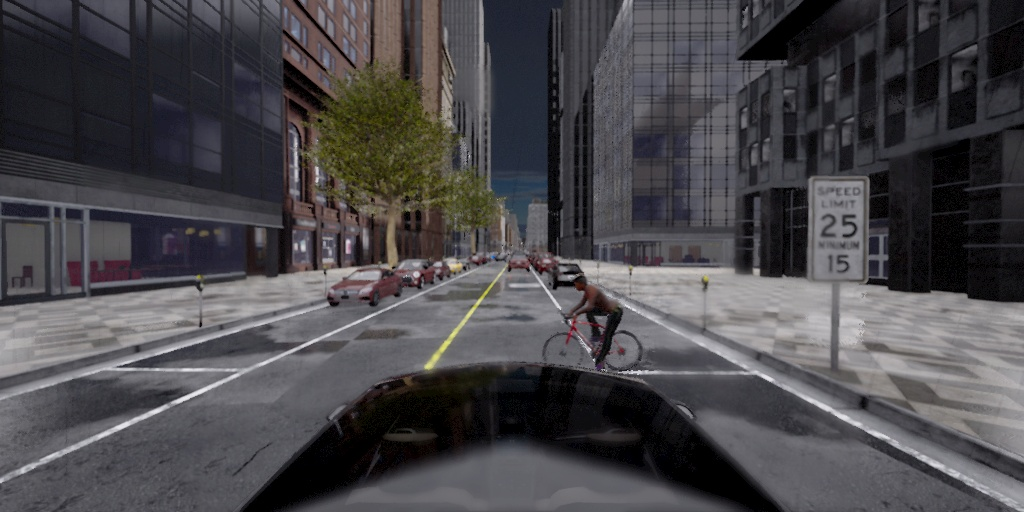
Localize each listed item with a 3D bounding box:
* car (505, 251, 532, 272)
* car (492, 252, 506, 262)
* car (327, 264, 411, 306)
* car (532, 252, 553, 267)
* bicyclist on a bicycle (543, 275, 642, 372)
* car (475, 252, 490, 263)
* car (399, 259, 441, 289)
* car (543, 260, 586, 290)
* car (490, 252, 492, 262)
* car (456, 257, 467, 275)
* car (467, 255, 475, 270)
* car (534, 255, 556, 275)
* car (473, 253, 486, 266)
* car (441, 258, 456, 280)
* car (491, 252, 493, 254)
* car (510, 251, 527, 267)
[{"bbox_3d":[0.684,0.603,36.059,2.097,1.767,4.553,0,1,1],"label":"car"},{"bbox_3d":[-1.958,0.374,64.330,1.837,1.490,4.892,0,1,2],"label":"car"},{"bbox_3d":[-5.658,1.140,14.324,1.802,1.307,4.207,0,0,1],"label":"car"},{"bbox_3d":[3.265,0.558,36.719,2.192,1.841,5.009,0,0,1],"label":"car"},{"bbox_3d":[1.318,1.135,5.940,1.656,1.620,0.582,-2,1,1],"label":"bicyclist on a bicycle"},{"bbox_3d":[-4.960,0.325,53.790,2.192,1.841,5.009,0,0,1],"label":"car"},{"bbox_3d":[-5.558,0.915,19.962,1.967,1.591,4.097,0,0,1],"label":"car"},{"bbox_3d":[2.966,1.046,19.806,1.948,1.339,4.313,0,0,1],"label":"car"},{"bbox_3d":[-4.860,0.500,59.429,1.948,1.339,4.313,0,0,1],"label":"car"},{"bbox_3d":[-5.361,0.841,31.067,1.751,1.417,4.829,0,0,1],"label":"car"},{"bbox_3d":[-5.259,0.804,36.876,1.948,1.339,4.313,0,0,1],"label":"car"},{"bbox_3d":[3.165,0.866,31.081,1.888,1.381,4.507,0,0,1],"label":"car"},{"bbox_3d":[-5.059,0.631,48.152,1.888,1.381,4.507,0,0,1],"label":"car"},{"bbox_3d":[-5.458,0.977,25.600,1.802,1.307,4.207,0,0,1],"label":"car"},{"bbox_3d":[-4.760,0.442,65.065,1.802,1.307,4.207,0,0,1],"label":"car"},{"bbox_3d":[0.907,0.305,48.521,2.150,2.045,5.566,0,1,1],"label":"car"}]
